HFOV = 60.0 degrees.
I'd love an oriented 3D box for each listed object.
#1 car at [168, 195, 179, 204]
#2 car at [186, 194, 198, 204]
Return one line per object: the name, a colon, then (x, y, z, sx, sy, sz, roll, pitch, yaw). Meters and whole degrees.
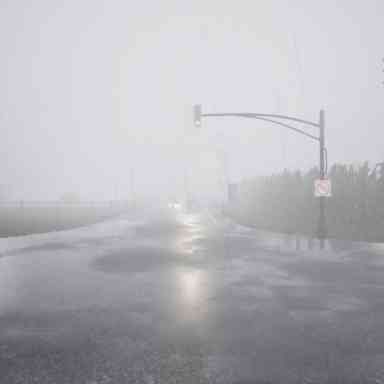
car: (-3.483, 1.409, 63.478, 2.128, 1.511, 4.902, 0, 0, 0)
car: (0.016, 1.529, 59.329, 1.895, 1.301, 4.718, 0, 0, 0)
